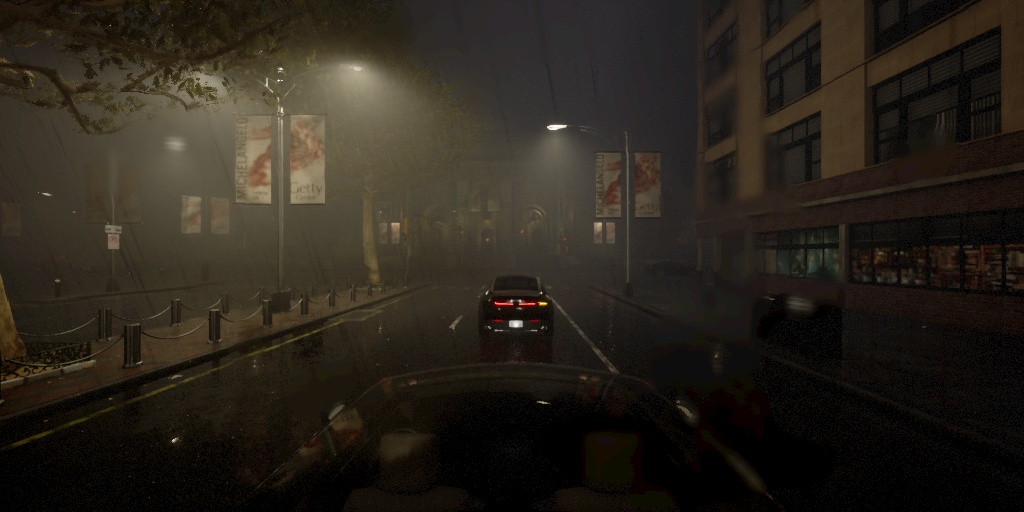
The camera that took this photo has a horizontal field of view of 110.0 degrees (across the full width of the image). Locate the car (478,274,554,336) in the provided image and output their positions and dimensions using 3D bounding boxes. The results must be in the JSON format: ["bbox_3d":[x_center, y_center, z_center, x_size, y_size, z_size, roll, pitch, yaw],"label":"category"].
[{"bbox_3d":[0.122,1.255,10.365,1.837,1.490,4.892,0,0,1],"label":"car"}]

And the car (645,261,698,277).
[{"bbox_3d":[15.335,1.228,34.257,5.008,1.535,1.882,0,0,1],"label":"car"}]

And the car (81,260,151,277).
[{"bbox_3d":[-38.407,1.314,34.877,4.181,1.385,1.994,0,0,0],"label":"car"}]

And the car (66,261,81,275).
[{"bbox_3d":[-48.153,1.241,38.414,4.902,1.511,2.128,0,0,0],"label":"car"}]

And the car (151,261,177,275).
[{"bbox_3d":[-38.903,1.228,38.383,5.008,1.535,1.882,0,0,0],"label":"car"}]

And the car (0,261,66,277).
[{"bbox_3d":[-47.267,1.255,34.907,4.892,1.490,1.837,0,0,-1],"label":"car"}]
